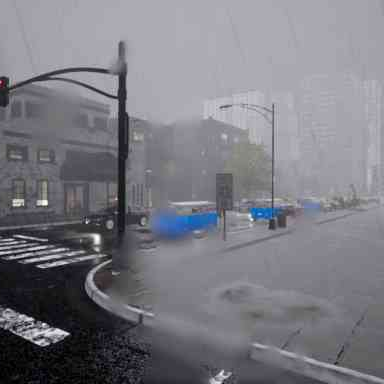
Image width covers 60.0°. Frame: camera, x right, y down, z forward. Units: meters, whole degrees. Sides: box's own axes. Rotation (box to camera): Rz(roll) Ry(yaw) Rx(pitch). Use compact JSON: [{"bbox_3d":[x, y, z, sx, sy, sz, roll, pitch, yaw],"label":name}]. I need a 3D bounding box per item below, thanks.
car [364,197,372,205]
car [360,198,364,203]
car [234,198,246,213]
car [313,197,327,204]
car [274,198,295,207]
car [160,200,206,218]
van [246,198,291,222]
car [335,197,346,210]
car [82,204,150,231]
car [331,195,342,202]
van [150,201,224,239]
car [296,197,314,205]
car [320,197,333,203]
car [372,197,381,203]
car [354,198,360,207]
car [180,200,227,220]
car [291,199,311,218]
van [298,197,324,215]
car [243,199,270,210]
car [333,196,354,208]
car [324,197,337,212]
[{"bbox_3d":[34.696,1.810,67.414,1.887,1.381,4.507,0,0,35],"label":"car"},{"bbox_3d":[28.461,1.748,58.506,1.752,1.417,4.829,0,0,35],"label":"car"},{"bbox_3d":[6.915,1.607,37.792,1.812,1.442,4.674,1,0,35],"label":"car"},{"bbox_3d":[27.744,1.729,72.095,1.752,1.417,4.829,0,0,35],"label":"car"},{"bbox_3d":[15.175,1.666,54.140,1.887,1.381,4.507,0,0,35],"label":"car"},{"bbox_3d":[-0.755,1.558,31.383,1.752,1.417,4.829,0,0,35],"label":"car"},{"bbox_3d":[6.198,1.436,26.702,1.690,1.788,3.998,0,0,35],"label":"van"},{"bbox_3d":[18.863,1.729,44.796,1.947,1.339,4.313,0,0,35],"label":"car"},{"bbox_3d":[-4.699,1.529,21.230,1.837,1.490,4.892,1,0,35],"label":"car"},{"bbox_3d":[37.341,1.713,85.805,1.967,1.590,4.097,0,0,35],"label":"car"},{"bbox_3d":[-0.135,1.407,17.655,1.690,1.788,3.998,0,0,35],"label":"van"},{"bbox_3d":[21.508,1.706,63.187,1.887,1.381,4.507,0,0,35],"label":"car"},{"bbox_3d":[31.007,1.792,76.758,1.947,1.339,4.313,0,0,35],"label":"car"},{"bbox_3d":[44.196,1.900,80.984,1.947,1.339,4.313,0,0,35],"label":"car"},{"bbox_3d":[25.198,1.517,53.844,2.192,1.841,5.009,0,0,35],"label":"car"},{"bbox_3d":[1.147,1.556,29.579,1.837,1.490,4.892,1,0,35],"label":"car"},{"bbox_3d":[9.363,1.656,31.225,1.887,1.381,4.507,0,0,35],"label":"car"},{"bbox_3d":[12.531,1.469,35.749,1.690,1.788,3.998,0,0,35],"label":"van"},{"bbox_3d":[8.842,1.629,45.094,1.887,1.381,4.507,0,0,35],"label":"car"},{"bbox_3d":[22.032,1.497,49.320,2.192,1.841,5.009,0,0,35],"label":"car"},{"bbox_3d":[15.795,1.671,40.412,1.752,1.417,4.829,0,0,35],"label":"car"}]
